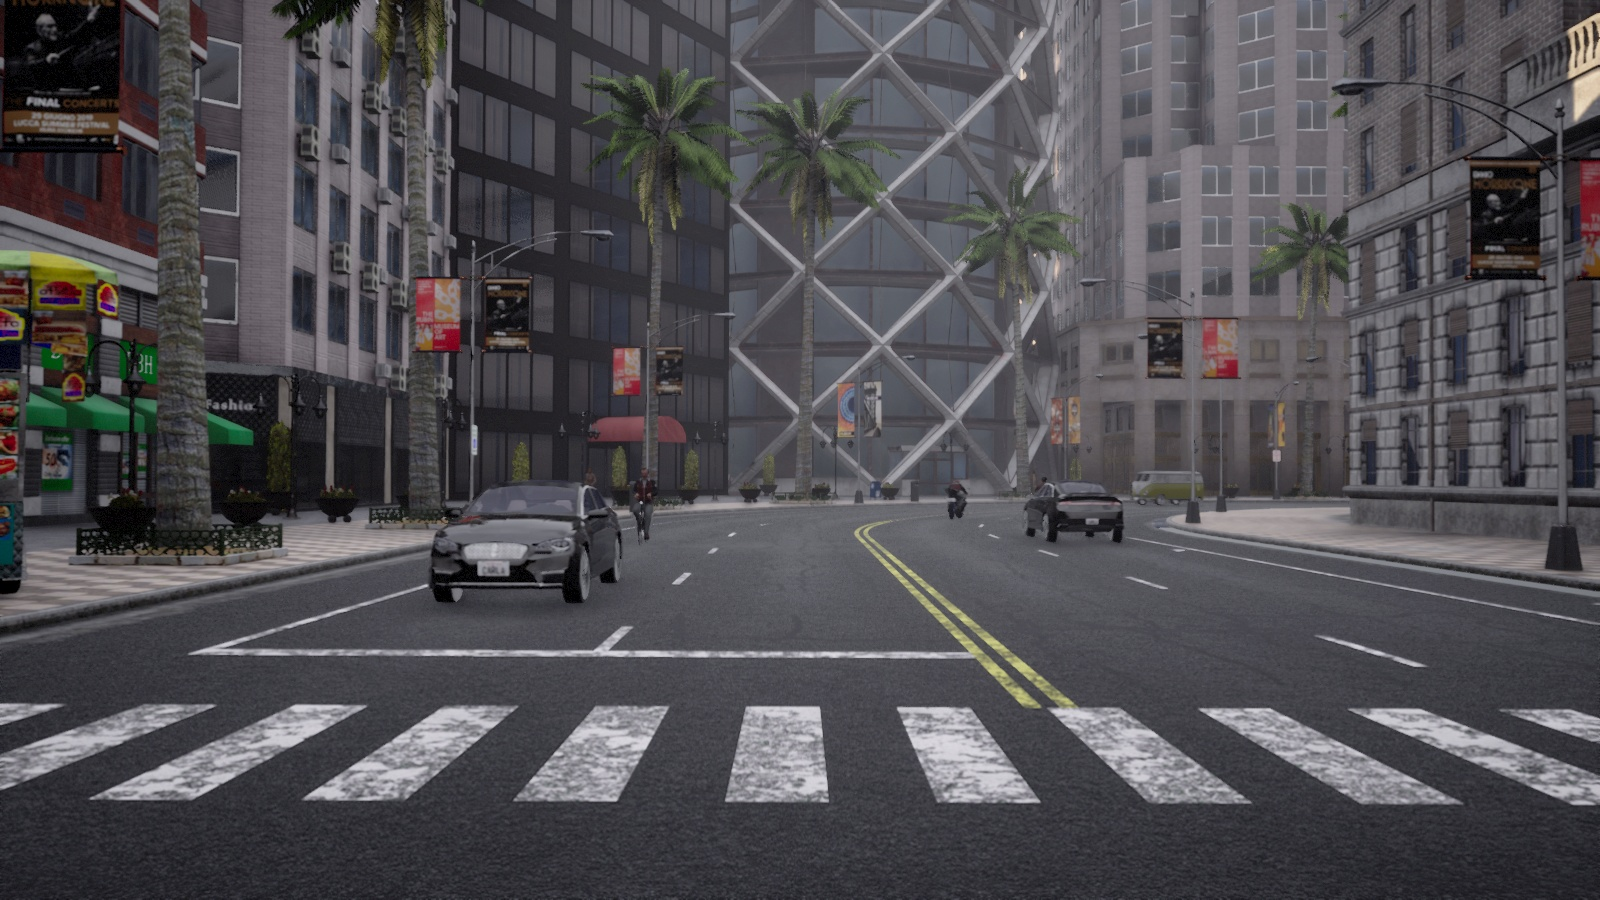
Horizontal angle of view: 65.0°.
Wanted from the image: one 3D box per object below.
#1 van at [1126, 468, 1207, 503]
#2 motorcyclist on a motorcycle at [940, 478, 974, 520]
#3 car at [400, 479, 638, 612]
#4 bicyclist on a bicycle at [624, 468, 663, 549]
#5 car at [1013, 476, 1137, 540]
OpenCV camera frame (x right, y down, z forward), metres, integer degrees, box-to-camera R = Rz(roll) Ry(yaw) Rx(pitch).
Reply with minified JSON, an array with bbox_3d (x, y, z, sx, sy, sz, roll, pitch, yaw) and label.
[{"bbox_3d":[20.929,2.015,71.711,4.442,1.987,1.775,0,-1,-28],"label":"van"},{"bbox_3d":[5.987,1.848,47.725,0.866,1.530,2.191,0,-1,19],"label":"motorcyclist on a motorcycle"},{"bbox_3d":[-3.546,1.152,16.904,2.128,1.511,4.902,0,-1,0],"label":"car"},{"bbox_3d":[-3.568,1.318,28.710,0.659,1.776,1.843,0,-1,0],"label":"bicyclist on a bicycle"},{"bbox_3d":[6.934,1.435,32.202,2.128,1.511,4.902,0,-1,0],"label":"car"}]
